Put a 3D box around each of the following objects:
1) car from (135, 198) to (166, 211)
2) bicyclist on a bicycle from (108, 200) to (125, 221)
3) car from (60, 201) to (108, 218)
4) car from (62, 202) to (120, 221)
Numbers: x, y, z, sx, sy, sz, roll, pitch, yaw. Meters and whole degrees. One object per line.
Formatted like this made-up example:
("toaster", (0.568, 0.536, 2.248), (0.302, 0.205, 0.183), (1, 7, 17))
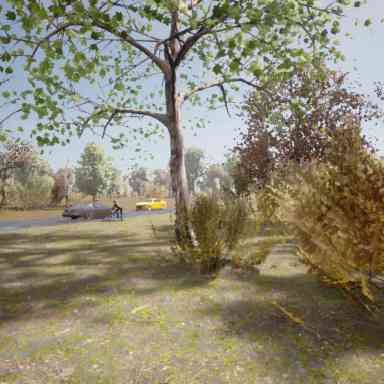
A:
("car", (-5.142, 1.545, 41.659), (1.882, 1.535, 5.008), (0, 0, 27))
("bicyclist on a bicycle", (-5.933, 1.483, 26.076), (1.656, 1.620, 0.582), (0, 0, 27))
("car", (-10.195, 1.611, 31.716), (1.994, 1.385, 4.181), (0, 0, 27))
("car", (-8.382, 1.582, 28.124), (2.033, 1.411, 5.357), (0, 0, 26))
